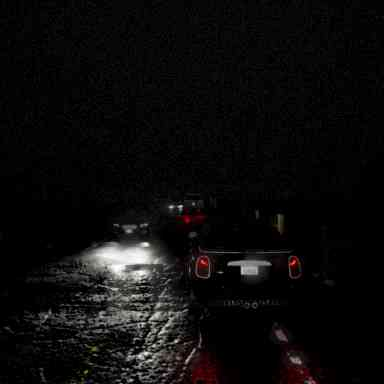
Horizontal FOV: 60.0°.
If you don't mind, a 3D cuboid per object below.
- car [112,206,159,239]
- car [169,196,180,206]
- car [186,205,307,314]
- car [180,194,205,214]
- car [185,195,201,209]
[{"bbox_3d":[-2.807,1.489,17.288,2.128,1.511,4.902,0,0,0],"label":"car"},{"bbox_3d":[-2.608,1.524,55.156,1.837,1.490,4.892,0,0,0],"label":"car"},{"bbox_3d":[0.981,1.349,7.760,2.097,1.767,4.553,0,0,0],"label":"car"},{"bbox_3d":[0.167,1.226,35.822,2.150,2.045,5.566,0,0,0],"label":"car"},{"bbox_3d":[0.133,1.364,46.319,2.097,1.767,4.553,0,0,0],"label":"car"}]
